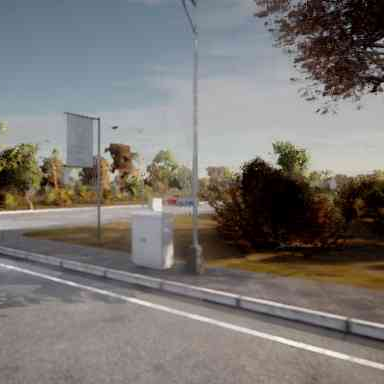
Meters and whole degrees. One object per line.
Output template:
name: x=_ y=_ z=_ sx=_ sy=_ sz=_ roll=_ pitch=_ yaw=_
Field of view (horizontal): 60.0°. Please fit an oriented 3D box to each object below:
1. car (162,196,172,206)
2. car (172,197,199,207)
car: x=-3.905 y=1.444 z=53.936 sx=1.882 sy=1.535 sz=5.008 roll=0 pitch=0 yaw=33
car: x=-0.662 y=1.497 z=52.506 sx=1.812 sy=1.442 sz=4.674 roll=0 pitch=0 yaw=33
